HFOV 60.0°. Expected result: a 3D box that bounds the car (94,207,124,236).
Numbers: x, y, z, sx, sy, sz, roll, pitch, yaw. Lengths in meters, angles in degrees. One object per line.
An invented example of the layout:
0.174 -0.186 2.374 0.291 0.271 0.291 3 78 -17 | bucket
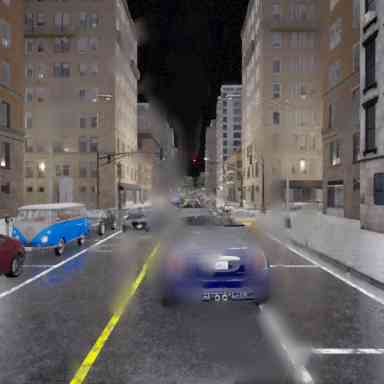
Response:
-5.352 1.550 18.354 2.008 1.369 4.403 0 0 0 | car

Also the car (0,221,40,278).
-5.378 1.581 7.541 1.802 1.307 4.206 0 0 0 | car

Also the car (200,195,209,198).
2.745 1.549 50.620 2.008 1.369 4.403 0 0 0 | car

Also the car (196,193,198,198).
2.819 1.306 84.710 2.192 1.841 5.009 0 0 0 | car

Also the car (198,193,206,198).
2.794 1.434 73.346 1.967 1.590 4.097 0 0 0 | car

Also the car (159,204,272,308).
0.321 1.352 8.158 2.097 1.767 4.553 0 0 -5 | car

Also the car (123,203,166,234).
-2.632 1.563 19.002 1.994 1.385 4.181 0 0 2 | car

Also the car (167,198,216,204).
0.110 1.351 15.425 2.097 1.767 4.553 0 0 0 | car

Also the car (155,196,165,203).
-5.268 1.523 56.147 1.752 1.417 4.829 0 0 0 | car

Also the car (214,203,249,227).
2.689 1.550 23.744 2.008 1.369 4.403 0 0 0 | car

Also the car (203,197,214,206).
2.758 1.580 56.301 1.802 1.307 4.206 0 0 0 | car

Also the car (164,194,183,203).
-2.734 1.476 50.495 1.882 1.535 5.008 0 0 0 | car

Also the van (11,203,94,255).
-5.365 1.340 12.948 1.690 1.788 3.998 0 0 0 | van

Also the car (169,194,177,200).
-5.194 1.429 90.404 1.967 1.590 4.097 0 0 0 | car

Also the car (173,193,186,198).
-2.692 1.218 60.483 2.150 2.045 5.566 0 0 1 | car

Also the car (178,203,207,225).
0.071 1.563 25.086 1.994 1.385 4.181 0 0 0 | car

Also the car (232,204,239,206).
2.683 1.525 18.507 1.752 1.417 4.829 0 0 0 | car

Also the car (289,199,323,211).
13.673 1.515 38.359 4.718 1.301 1.895 0 0 0 | car

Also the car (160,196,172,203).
-5.243 1.561 67.679 1.947 1.339 4.313 0 0 0 | car

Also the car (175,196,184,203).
-2.599 1.519 70.589 1.812 1.442 4.674 0 0 0 | car

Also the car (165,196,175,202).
-5.218 1.543 79.042 2.008 1.369 4.403 0 0 0 | car
